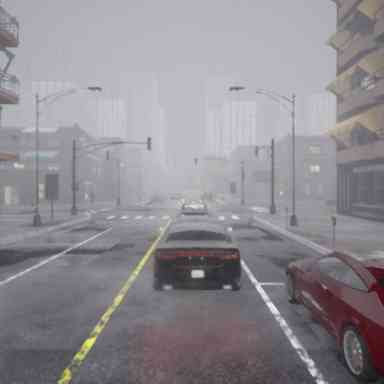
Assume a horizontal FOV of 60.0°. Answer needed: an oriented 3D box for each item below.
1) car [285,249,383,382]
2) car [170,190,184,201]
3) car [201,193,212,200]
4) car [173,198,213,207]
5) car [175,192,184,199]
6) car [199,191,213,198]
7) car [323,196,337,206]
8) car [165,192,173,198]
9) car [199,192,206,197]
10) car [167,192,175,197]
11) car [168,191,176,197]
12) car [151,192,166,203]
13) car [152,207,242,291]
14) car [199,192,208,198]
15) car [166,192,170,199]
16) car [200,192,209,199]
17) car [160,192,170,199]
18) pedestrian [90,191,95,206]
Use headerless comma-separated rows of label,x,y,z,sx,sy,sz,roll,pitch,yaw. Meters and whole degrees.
car,2.698,1.523,5.065,1.802,1.307,4.206,0,1,0
car,-2.967,0.896,60.751,2.033,1.411,5.357,0,1,1
car,2.766,0.869,65.339,1.947,1.339,4.313,0,1,0
car,0.122,1.290,17.974,2.128,1.511,4.902,0,1,0
car,-2.912,0.721,76.214,1.812,1.442,4.674,0,1,0
car,2.761,0.673,59.811,2.192,1.841,5.009,0,1,0
car,17.533,0.932,38.594,4.313,1.339,1.947,-1,1,0
car,-5.595,0.724,81.924,1.802,1.307,4.206,0,1,0
car,2.798,0.622,92.963,1.802,1.307,4.206,0,1,0
car,-5.589,0.672,87.448,1.802,1.307,4.206,0,1,0
car,-5.583,0.566,92.802,1.752,1.417,4.829,0,1,0
car,-5.714,0.958,54.302,1.887,1.381,4.507,0,1,0
car,0.110,1.378,8.774,1.882,1.535,5.008,0,1,0
car,2.785,0.693,81.914,2.008,1.369,4.403,0,1,0
car,-5.620,0.924,59.823,1.947,1.339,4.313,0,1,0
car,2.779,0.761,76.389,1.947,1.339,4.313,0,1,0
car,-5.608,0.775,70.703,1.752,1.417,4.829,0,1,0
pedestrian,-12.464,0.829,41.565,0.375,1.860,0.375,0,1,0
